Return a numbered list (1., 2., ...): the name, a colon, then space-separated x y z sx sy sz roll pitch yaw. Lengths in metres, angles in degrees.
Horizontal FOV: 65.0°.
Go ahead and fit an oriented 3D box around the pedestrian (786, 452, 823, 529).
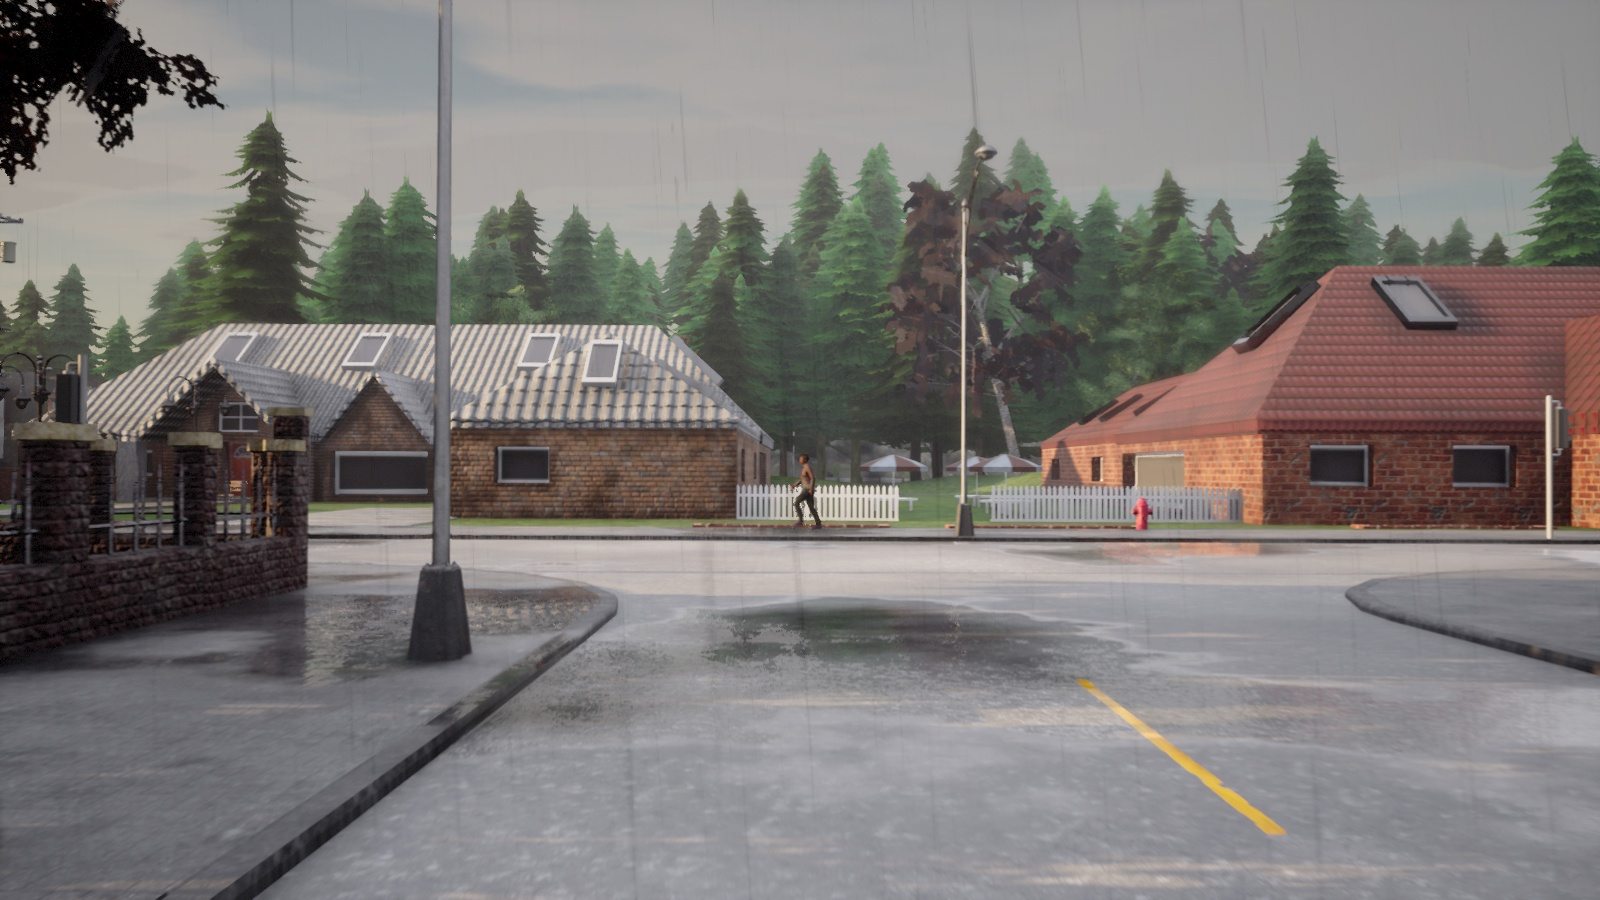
1. pedestrian: 0.107 0.963 29.852 0.869 1.805 0.328 0 -1 -2
